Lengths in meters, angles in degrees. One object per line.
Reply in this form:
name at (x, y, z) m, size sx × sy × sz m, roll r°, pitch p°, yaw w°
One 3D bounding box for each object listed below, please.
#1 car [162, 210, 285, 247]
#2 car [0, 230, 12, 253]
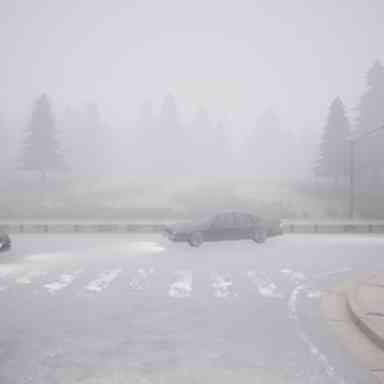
car at (1.443, 1.536, 14.802) m, size 5.357 × 1.411 × 2.033 m, roll 0°, pitch 0°, yaw -20°
car at (-8.625, 1.496, 11.325) m, size 4.892 × 1.490 × 1.837 m, roll 0°, pitch 0°, yaw 12°
